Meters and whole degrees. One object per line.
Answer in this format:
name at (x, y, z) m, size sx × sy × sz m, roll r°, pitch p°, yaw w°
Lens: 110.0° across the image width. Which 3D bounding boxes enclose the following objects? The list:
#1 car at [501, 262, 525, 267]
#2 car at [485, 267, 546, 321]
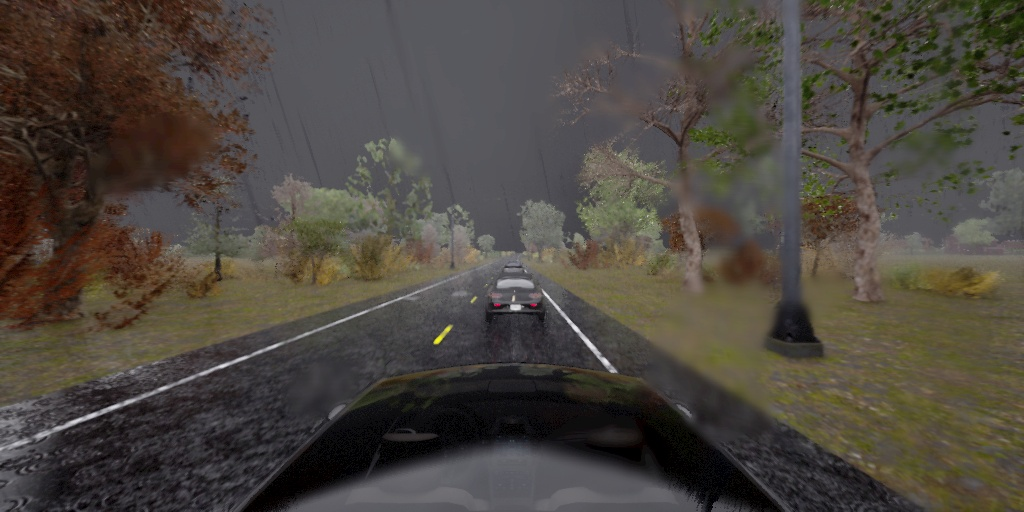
car at (0.110, 1.226, 30.848) m, size 2.128 × 1.511 × 4.902 m, roll 0°, pitch 0°, yaw 0°
car at (0.104, 1.275, 12.347) m, size 1.812 × 1.442 × 4.674 m, roll 0°, pitch 0°, yaw 0°
